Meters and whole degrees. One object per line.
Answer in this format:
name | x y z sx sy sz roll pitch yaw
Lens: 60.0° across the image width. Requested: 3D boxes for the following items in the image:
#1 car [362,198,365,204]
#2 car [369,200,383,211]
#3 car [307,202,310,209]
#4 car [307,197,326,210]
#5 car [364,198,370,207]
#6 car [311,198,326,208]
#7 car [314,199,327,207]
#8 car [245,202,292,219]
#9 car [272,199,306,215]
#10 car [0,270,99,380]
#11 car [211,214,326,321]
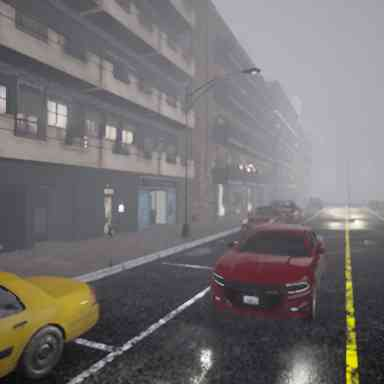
car | 40.194 2.083 76.638 2.008 1.369 4.403 0 0 25
car | 26.054 1.856 46.107 1.752 1.417 4.829 0 0 25
car | 8.905 1.764 29.021 1.802 1.307 4.206 0 0 25
car | 18.382 1.634 49.479 2.192 1.841 5.009 0 0 25
car | 30.719 1.943 56.181 1.887 1.381 4.507 0 0 25
car | 20.748 1.793 54.592 1.967 1.590 4.097 0 0 25
car | 23.117 1.931 59.707 1.887 1.381 4.507 0 0 25
car | 4.169 1.552 18.792 1.967 1.590 4.097 0 0 25
car | 6.539 1.462 23.907 2.192 1.841 5.009 0 0 25
car | -3.009 1.531 3.293 1.752 1.417 4.829 0 0 25
car | 2.021 1.525 7.756 1.882 1.535 5.008 0 0 25
